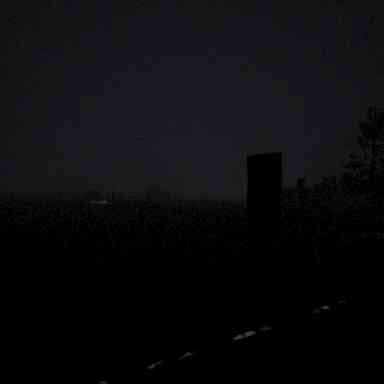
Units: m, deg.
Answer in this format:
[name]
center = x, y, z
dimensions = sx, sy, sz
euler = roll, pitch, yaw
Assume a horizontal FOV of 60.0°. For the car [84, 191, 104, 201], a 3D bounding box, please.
[car]
center = -15.371, 0.560, 52.205
dimensions = 1.882, 1.535, 5.008
euler = -1, 2, -35
